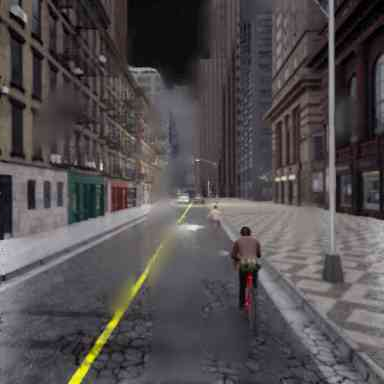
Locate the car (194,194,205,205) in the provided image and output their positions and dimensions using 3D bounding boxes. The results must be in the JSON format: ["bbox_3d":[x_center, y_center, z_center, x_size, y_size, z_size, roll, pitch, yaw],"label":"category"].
[{"bbox_3d":[1.363,1.593,62.384,1.837,1.490,4.892,0,0,1],"label":"car"}]

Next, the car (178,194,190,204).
[{"bbox_3d":[-1.649,1.343,67.223,2.150,2.045,5.566,0,0,1],"label":"car"}]

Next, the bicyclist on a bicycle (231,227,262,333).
[{"bbox_3d":[0.972,1.448,5.854,0.582,1.620,1.656,0,0,1],"label":"bicyclist on a bicycle"}]

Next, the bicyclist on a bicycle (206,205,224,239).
[{"bbox_3d":[1.135,1.436,16.138,0.866,1.612,1.509,0,0,2],"label":"bicyclist on a bicycle"}]
